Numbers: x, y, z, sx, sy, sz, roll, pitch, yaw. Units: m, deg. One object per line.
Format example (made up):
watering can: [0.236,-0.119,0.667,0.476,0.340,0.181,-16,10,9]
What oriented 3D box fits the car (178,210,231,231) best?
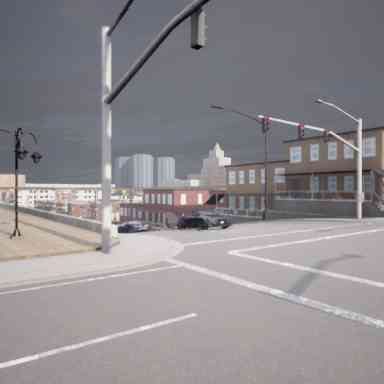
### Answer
car: [0.768,1.945,23.098,1.994,1.385,4.181,1,-5,-36]

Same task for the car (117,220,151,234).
car: [-5.709,3.447,31.890,1.812,1.442,4.674,0,-12,-37]
